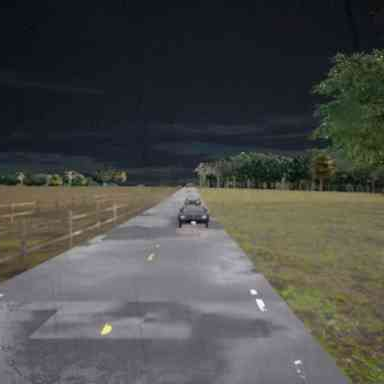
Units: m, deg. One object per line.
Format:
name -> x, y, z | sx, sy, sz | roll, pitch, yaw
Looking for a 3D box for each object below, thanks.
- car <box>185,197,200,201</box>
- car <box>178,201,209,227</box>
car -> 0.084, 1.198, 39.430 | 1.895, 1.301, 4.718 | 0, 1, 0
car -> 0.092, 1.478, 21.609 | 1.895, 1.301, 4.718 | 0, 1, 0
